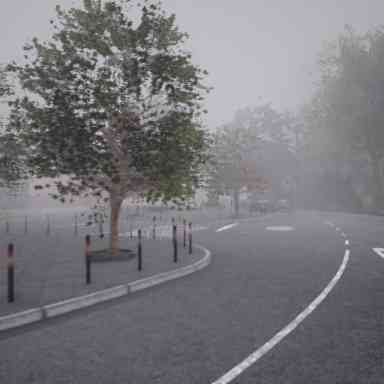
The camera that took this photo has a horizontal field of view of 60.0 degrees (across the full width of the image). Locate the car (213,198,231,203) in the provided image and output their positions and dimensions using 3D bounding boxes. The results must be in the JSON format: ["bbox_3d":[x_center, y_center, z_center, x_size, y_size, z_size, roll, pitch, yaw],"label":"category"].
[{"bbox_3d":[8.354,2.461,93.415,4.674,1.452,2.002,0,-1,21],"label":"car"}]

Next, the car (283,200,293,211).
[{"bbox_3d":[11.498,1.769,44.158,1.837,1.490,4.892,0,-1,-16],"label":"car"}]

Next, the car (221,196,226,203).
[{"bbox_3d":[5.453,2.060,73.927,2.097,1.767,4.553,0,-1,21],"label":"car"}]

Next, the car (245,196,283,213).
[{"bbox_3d":[8.717,1.598,40.768,2.097,1.767,4.553,0,-1,-13],"label":"car"}]

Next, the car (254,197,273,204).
[{"bbox_3d":[17.969,2.162,83.665,4.553,1.767,2.185,0,0,21],"label":"car"}]

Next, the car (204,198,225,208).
[{"bbox_3d":[3.698,2.105,58.732,1.895,1.301,4.718,0,-1,-14],"label":"car"}]

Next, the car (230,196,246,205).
[{"bbox_3d":[11.290,2.260,79.904,1.882,1.535,5.008,0,-1,21],"label":"car"}]

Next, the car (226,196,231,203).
[{"bbox_3d":[7.298,2.144,90.798,5.566,2.045,2.435,0,-1,21],"label":"car"}]
